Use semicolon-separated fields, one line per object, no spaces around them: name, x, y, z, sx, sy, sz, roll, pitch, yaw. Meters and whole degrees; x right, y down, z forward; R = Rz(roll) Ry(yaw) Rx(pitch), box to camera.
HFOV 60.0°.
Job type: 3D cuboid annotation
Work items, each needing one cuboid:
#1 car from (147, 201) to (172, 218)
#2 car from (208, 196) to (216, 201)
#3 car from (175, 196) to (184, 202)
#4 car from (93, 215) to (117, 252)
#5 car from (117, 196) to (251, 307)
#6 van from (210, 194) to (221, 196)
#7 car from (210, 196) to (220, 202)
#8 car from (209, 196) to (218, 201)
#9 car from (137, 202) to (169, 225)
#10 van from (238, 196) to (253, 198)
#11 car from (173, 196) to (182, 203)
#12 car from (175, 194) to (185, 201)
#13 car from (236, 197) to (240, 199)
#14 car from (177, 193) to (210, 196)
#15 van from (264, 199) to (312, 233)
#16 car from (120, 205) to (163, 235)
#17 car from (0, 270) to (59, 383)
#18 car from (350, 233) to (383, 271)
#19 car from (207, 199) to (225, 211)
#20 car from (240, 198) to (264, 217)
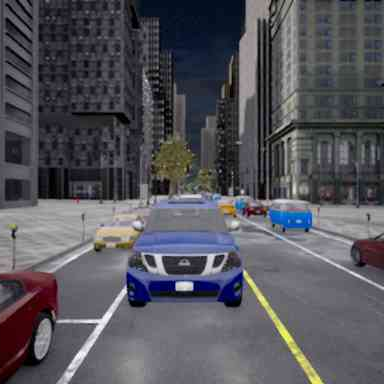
car;-2.877;1.556;30.711;1.887;1.381;4.507;0;0;0
car;5.487;1.665;90.467;1.802;1.307;4.206;0;0;0
car;-3.004;1.605;79.384;1.887;1.381;4.507;0;0;0
car;-2.823;1.529;13.965;1.752;1.417;4.829;0;0;0
car;-0.134;1.225;8.318;2.150;2.045;5.566;0;0;0
van;5.537;1.400;74.227;1.690;1.788;3.998;0;0;0
car;5.520;1.632;79.640;1.947;1.339;4.313;0;0;0
car;5.504;1.619;85.053;1.887;1.381;4.507;0;0;0
car;-2.859;1.553;25.185;1.887;1.381;4.507;0;0;0
van;5.664;1.361;36.243;1.690;1.788;3.998;0;0;0
car;-2.979;1.572;68.634;1.752;1.417;4.829;0;0;0
car;-3.019;1.383;84.673;2.192;1.841;5.009;0;0;0
car;2.979;1.493;31.078;1.882;1.535;5.008;0;0;0
car;-0.080;1.228;23.910;2.150;2.045;5.566;0;0;0
van;5.710;1.353;19.668;1.690;1.788;3.998;0;0;0
car;-2.842;1.551;19.660;1.887;1.381;4.507;0;0;0
car;-2.789;1.544;3.084;1.887;1.381;4.507;0;0;0
car;5.740;1.589;8.618;1.802;1.307;4.206;0;0;0
car;2.926;1.586;41.499;1.994;1.385;4.181;0;0;0
car;5.678;1.562;30.718;1.887;1.381;4.507;0;0;0
